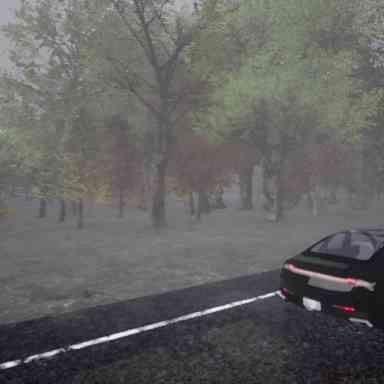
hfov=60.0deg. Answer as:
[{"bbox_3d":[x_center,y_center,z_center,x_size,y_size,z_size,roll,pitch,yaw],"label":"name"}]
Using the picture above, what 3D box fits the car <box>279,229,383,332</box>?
[{"bbox_3d":[3.793,1.477,6.441,4.902,1.511,2.128,0,0,-35],"label":"car"}]
